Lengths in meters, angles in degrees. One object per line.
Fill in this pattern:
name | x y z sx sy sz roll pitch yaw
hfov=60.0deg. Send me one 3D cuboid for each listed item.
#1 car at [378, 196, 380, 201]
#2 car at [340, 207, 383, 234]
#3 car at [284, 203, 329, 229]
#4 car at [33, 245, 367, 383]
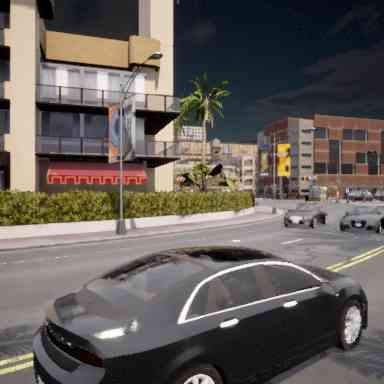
car | 44.866 1.403 76.308 1.816 1.474 4.193 0 0 -17
car | 10.039 1.563 19.406 1.994 1.385 4.181 0 0 36
car | 7.604 1.491 21.886 2.128 1.511 4.902 0 0 35
car | 0.557 1.505 4.502 4.892 1.490 1.837 0 0 -38
